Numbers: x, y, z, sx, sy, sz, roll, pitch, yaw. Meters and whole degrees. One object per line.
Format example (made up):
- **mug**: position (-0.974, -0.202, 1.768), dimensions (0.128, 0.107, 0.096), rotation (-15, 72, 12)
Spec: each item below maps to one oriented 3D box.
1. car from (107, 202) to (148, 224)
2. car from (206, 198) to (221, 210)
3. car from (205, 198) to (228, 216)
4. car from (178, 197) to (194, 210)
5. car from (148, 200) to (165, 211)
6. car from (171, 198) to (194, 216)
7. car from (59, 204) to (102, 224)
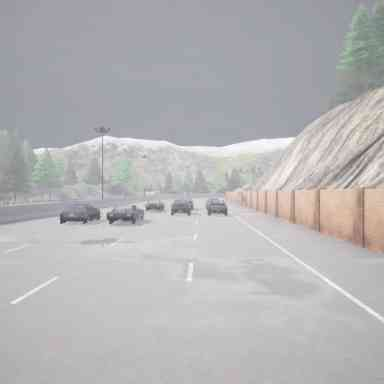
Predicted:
- **car**: position (-4.774, 1.600, 24.634), dimensions (1.895, 1.301, 4.718), rotation (0, 0, 2)
- **car**: position (2.740, 1.526, 43.241), dimensions (1.812, 1.442, 4.674), rotation (0, 0, 2)
- **car**: position (2.454, 1.491, 32.798), dimensions (2.128, 1.511, 4.902), rotation (0, 0, 1)
- **car**: position (-0.754, 1.478, 43.480), dimensions (1.882, 1.535, 5.008), rotation (0, 0, 2)
- **car**: position (-4.356, 1.601, 39.714), dimensions (1.895, 1.301, 4.718), rotation (0, 0, 2)
- **car**: position (-1.041, 1.505, 33.039), dimensions (1.837, 1.490, 4.892), rotation (0, 0, 1)
- **car**: position (-8.265, 1.564, 24.993), dimensions (1.994, 1.385, 4.181), rotation (0, 0, 2)
